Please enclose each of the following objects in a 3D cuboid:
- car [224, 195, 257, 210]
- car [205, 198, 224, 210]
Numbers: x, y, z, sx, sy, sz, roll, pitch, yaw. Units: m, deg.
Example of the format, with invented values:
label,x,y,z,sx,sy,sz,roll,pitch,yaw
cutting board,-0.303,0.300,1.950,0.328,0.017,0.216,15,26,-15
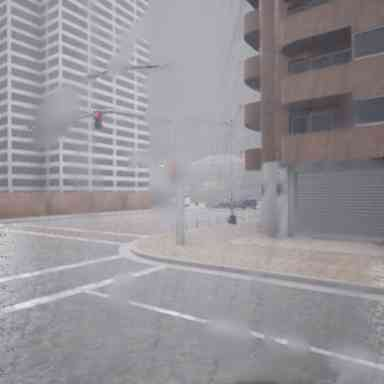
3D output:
label,x,y,z,sx,sy,sz,roll,pitch,yaw
car,7.171,1.452,46.944,2.150,2.045,5.566,-1,-1,35
car,3.845,1.614,48.309,2.097,1.767,4.553,-1,0,35
